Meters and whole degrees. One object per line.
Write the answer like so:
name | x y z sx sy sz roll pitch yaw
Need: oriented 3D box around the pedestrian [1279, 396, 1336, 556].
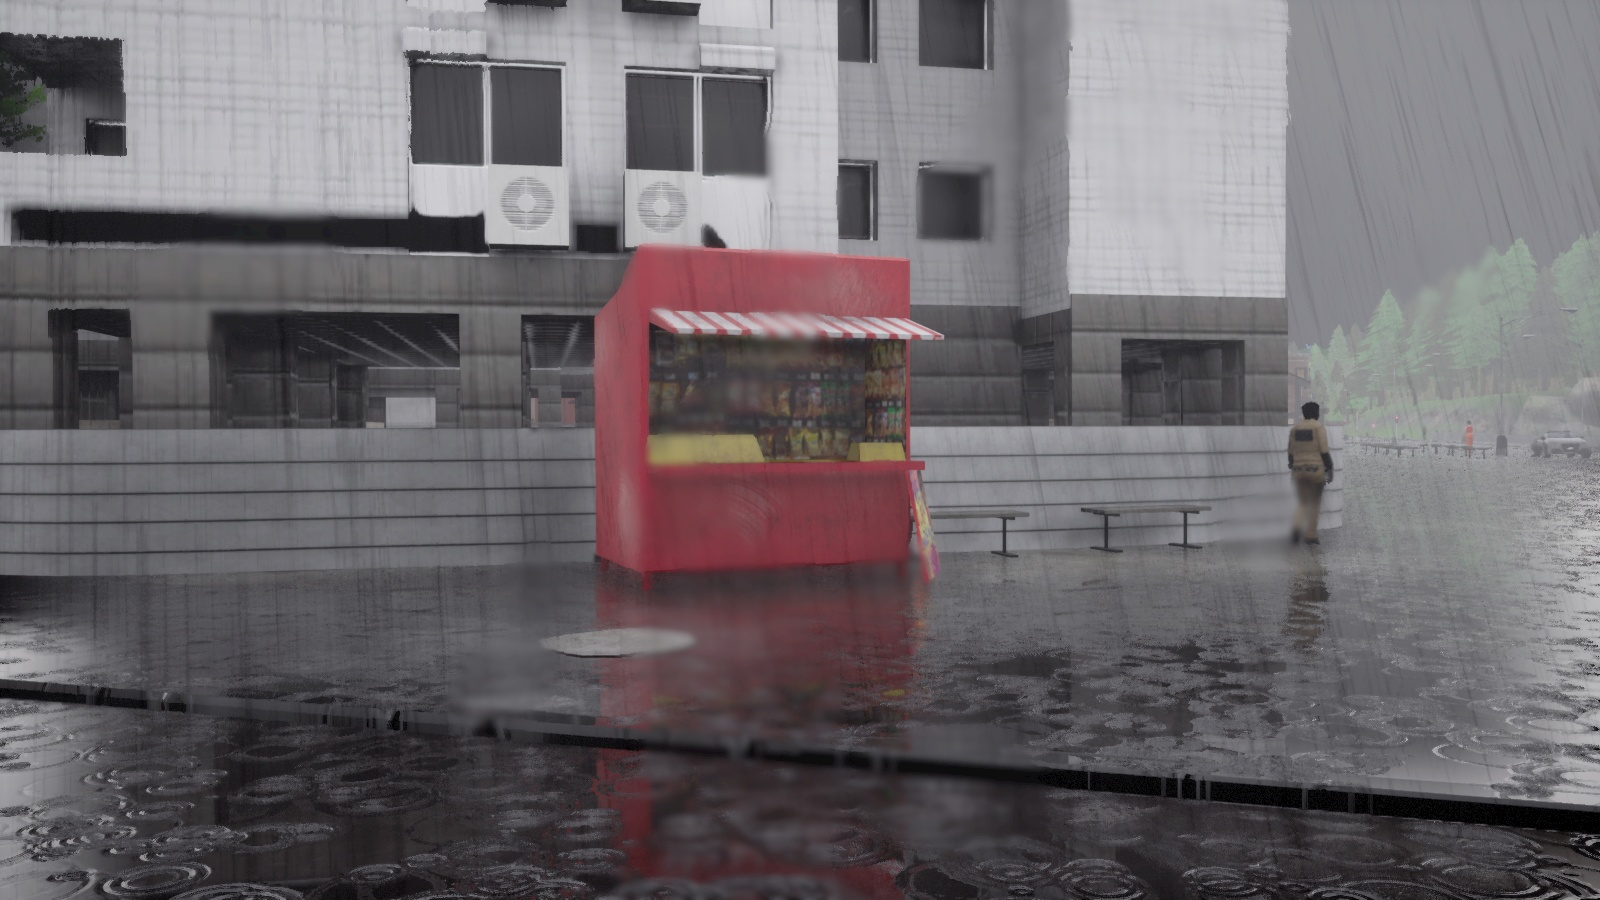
pedestrian | 6.298 0.311 15.574 0.692 1.930 0.396 -1 1 -44

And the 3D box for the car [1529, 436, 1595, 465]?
car | 38.954 0.007 64.310 1.994 1.385 4.181 1 1 18

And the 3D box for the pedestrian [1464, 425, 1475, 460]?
pedestrian | 36.093 -0.412 67.706 0.345 1.836 0.594 0 1 13
